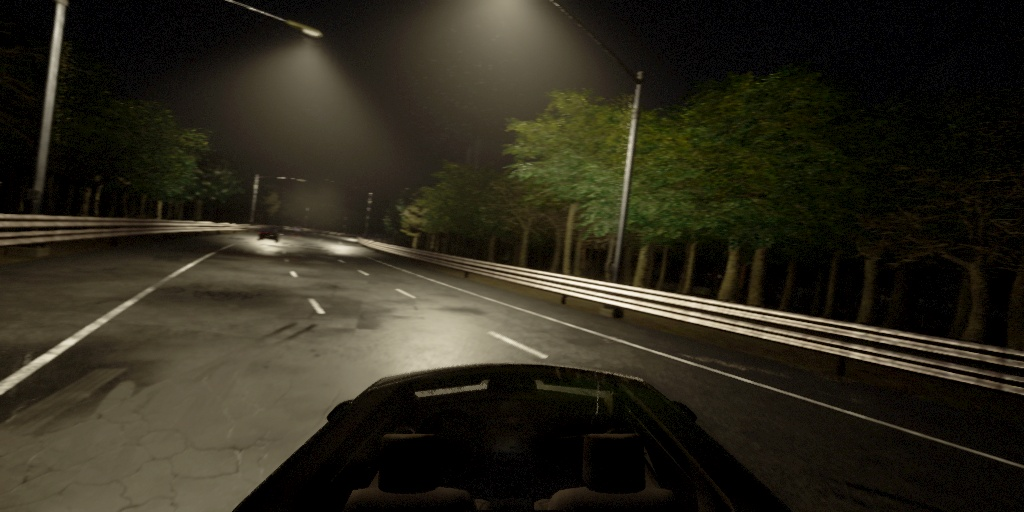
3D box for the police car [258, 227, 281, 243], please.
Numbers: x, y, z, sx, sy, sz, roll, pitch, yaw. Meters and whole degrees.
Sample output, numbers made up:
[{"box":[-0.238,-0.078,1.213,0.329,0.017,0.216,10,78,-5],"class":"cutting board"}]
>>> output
[{"box":[-28.347,-2.530,42.015,1.930,1.638,5.238,7,0,-29],"class":"police car"}]
